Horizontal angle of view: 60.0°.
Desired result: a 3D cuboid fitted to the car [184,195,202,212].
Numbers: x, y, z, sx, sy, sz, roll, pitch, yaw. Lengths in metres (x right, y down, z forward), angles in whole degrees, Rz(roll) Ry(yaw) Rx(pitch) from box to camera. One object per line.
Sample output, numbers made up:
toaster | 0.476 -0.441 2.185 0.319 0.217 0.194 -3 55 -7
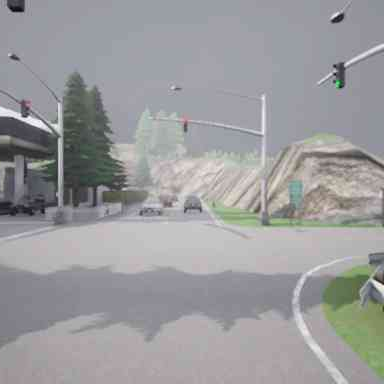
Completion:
car | 0.100 1.291 34.871 2.033 1.411 5.357 0 0 0

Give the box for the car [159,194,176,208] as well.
car | -3.589 1.041 42.266 2.097 1.767 4.553 0 1 0

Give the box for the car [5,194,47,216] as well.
car | -14.529 1.094 29.820 1.905 1.878 3.866 0 0 -1

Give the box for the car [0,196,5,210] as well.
car | -20.236 1.230 34.099 2.242 1.667 4.611 0 0 -1

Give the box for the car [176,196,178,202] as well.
car | -3.516 1.119 60.819 1.994 1.385 4.181 0 0 1

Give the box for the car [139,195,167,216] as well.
car | -3.596 1.303 30.298 1.812 1.442 4.674 0 0 0
